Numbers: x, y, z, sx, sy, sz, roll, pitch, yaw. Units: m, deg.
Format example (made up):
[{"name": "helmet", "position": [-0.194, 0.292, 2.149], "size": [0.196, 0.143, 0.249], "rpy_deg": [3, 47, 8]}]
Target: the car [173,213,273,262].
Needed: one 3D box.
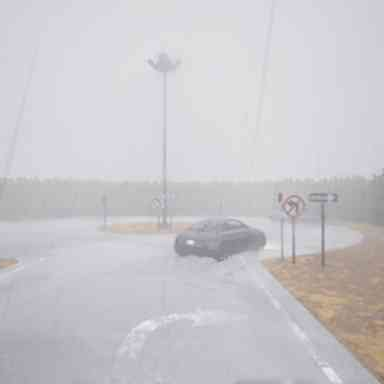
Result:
[{"name": "car", "position": [1.203, 1.691, 12.883], "size": [1.994, 1.385, 4.181], "rpy_deg": [0, -1, 39]}]

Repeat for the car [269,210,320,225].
[{"name": "car", "position": [7.913, 1.860, 26.388], "size": [1.895, 1.301, 4.718], "rpy_deg": [0, -1, -16]}]
